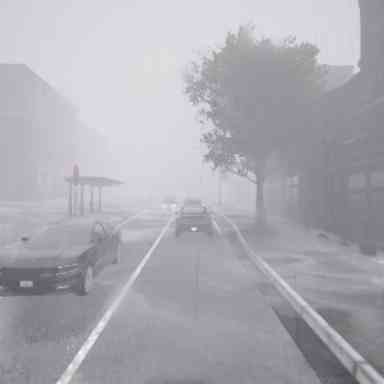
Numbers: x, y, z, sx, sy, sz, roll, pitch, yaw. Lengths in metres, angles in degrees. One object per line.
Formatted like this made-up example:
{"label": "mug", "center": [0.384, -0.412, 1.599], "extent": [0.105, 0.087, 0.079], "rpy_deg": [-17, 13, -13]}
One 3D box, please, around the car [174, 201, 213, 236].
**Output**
{"label": "car", "center": [0.099, 1.460, 18.046], "extent": [1.837, 1.490, 4.892], "rpy_deg": [0, 0, 0]}

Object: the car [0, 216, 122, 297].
{"label": "car", "center": [-3.175, 1.473, 8.856], "extent": [1.882, 1.535, 5.008], "rpy_deg": [0, 0, 0]}

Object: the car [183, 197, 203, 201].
{"label": "car", "center": [0.079, 1.272, 36.110], "extent": [1.837, 1.490, 4.892], "rpy_deg": [0, 1, 0]}

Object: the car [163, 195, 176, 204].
{"label": "car", "center": [-3.454, 1.188, 51.525], "extent": [1.895, 1.301, 4.718], "rpy_deg": [0, 1, 0]}
